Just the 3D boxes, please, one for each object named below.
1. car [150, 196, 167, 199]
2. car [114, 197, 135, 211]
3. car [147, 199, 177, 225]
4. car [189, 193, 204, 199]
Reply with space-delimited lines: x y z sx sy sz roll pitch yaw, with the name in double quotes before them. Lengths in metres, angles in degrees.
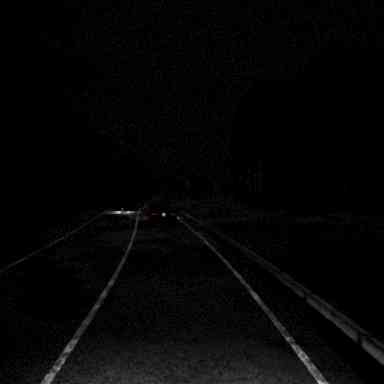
"car" -4.126 1.191 40.682 1.882 1.535 5.008 0 1 -3
"car" -7.319 1.289 36.470 2.033 1.411 5.357 0 0 -5
"car" -2.123 1.442 23.262 2.033 1.411 5.357 1 0 -8
"car" 0.935 0.897 76.746 1.895 1.301 4.718 -3 0 26
